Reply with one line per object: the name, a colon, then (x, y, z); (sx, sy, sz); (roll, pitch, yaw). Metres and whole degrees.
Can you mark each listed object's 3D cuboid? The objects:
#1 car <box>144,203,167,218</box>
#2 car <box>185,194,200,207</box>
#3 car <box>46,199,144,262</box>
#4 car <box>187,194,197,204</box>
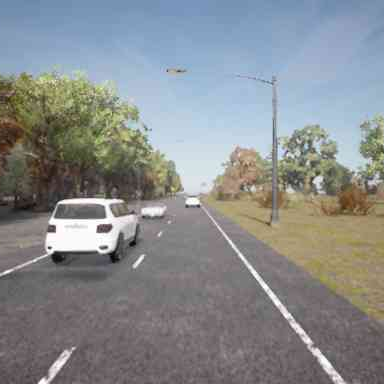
car: (-3.394, 1.694, 30.710); (1.895, 1.301, 4.718); (0, 0, 0)
car: (0.113, 1.385, 53.433); (2.150, 2.045, 5.566); (0, 0, 0)
car: (-3.398, 1.259, 12.405); (2.150, 2.045, 5.566); (0, 0, 0)
car: (0.020, 1.449, 72.028); (2.150, 2.045, 5.566); (0, 0, 0)
